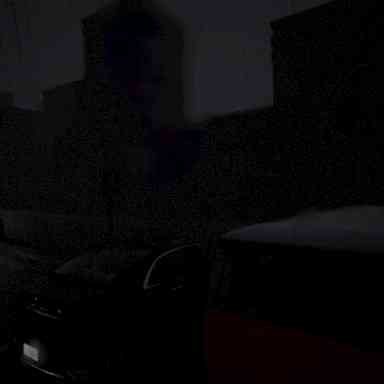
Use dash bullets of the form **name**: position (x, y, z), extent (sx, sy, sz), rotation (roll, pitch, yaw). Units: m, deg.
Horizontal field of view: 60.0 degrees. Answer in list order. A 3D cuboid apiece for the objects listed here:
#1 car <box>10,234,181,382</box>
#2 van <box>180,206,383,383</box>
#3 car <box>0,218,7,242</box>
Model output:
- **car**: position (-0.346, 1.447, 5.585), extent (2.231, 1.521, 4.892), rotation (0, 1, 36)
- **van**: position (1.985, 1.214, 4.066), extent (1.878, 1.987, 4.442), rotation (0, 1, 36)
- **car**: position (-9.403, 1.493, 12.034), extent (2.163, 1.488, 4.792), rotation (0, 1, 36)
